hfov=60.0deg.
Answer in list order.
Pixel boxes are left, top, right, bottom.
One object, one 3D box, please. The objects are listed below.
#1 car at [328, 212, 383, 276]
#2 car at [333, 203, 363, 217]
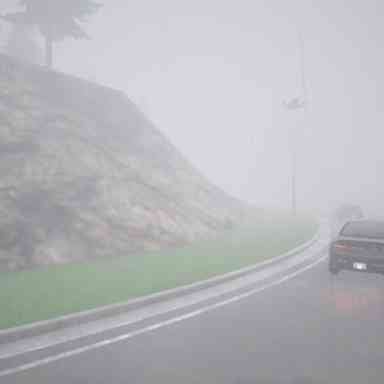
[{"bbox_3d":[5.564,1.585,10.135,1.837,1.490,4.892,0,0,36],"label":"car"},{"bbox_3d":[13.794,1.742,29.530,1.837,1.490,4.892,0,-1,15],"label":"car"}]
